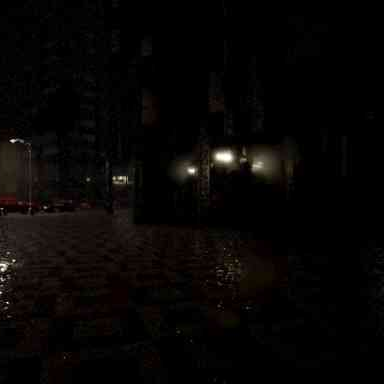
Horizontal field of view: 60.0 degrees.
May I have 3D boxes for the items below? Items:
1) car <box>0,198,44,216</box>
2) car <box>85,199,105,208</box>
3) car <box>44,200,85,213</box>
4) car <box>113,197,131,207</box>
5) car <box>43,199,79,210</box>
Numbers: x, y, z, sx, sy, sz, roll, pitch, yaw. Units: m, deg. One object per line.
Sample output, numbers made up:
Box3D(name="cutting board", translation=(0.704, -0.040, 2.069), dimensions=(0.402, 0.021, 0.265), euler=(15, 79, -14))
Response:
Box3D(name="car", translation=(-18.299, 1.508, 33.954), dimensions=(2.192, 1.841, 5.009), euler=(0, 0, 35))
Box3D(name="car", translation=(-15.686, 1.806, 52.741), dimensions=(1.802, 1.307, 4.206), euler=(0, 0, 35))
Box3D(name="car", translation=(-15.093, 1.756, 38.595), dimensions=(1.947, 1.339, 4.313), euler=(0, 0, 35))
Box3D(name="car", translation=(-12.482, 1.662, 57.383), dimensions=(1.967, 1.590, 4.097), euler=(0, 0, 35))
Box3D(name="car", translation=(-18.890, 1.772, 48.101), dimensions=(1.887, 1.381, 4.507), euler=(0, 0, 35))
